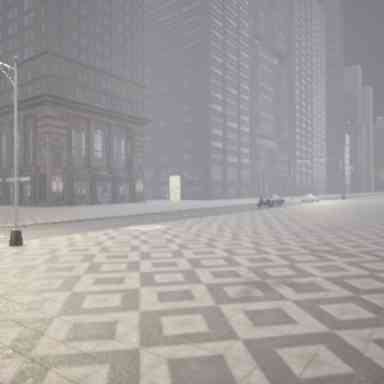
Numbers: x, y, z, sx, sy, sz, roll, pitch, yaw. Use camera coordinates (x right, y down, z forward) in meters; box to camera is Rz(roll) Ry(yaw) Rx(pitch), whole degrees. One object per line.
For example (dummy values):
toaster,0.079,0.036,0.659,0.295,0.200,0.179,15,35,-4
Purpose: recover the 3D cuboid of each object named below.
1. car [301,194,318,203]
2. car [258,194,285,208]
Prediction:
car,19.318,1.034,54.767,1.812,1.442,4.674,0,0,35
car,9.996,1.003,41.684,2.097,1.767,4.553,0,0,35
